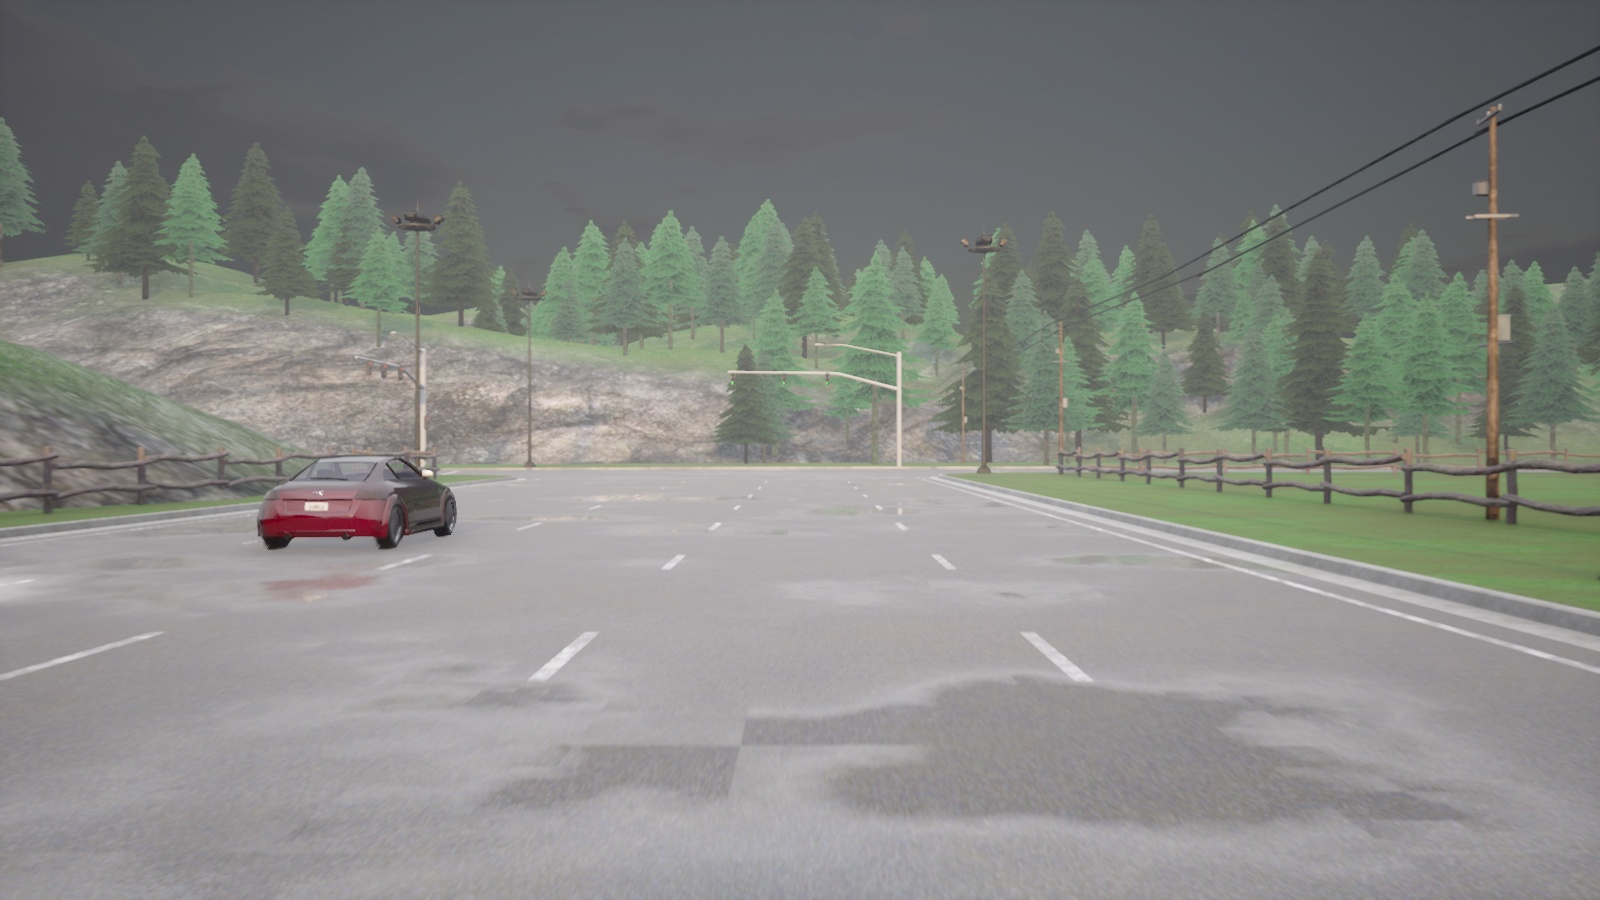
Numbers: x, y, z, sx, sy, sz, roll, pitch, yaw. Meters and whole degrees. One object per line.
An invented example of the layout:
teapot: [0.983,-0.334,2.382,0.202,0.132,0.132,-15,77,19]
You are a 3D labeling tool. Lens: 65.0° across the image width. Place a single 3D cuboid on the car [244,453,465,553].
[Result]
car: [-6.871,0.759,19.879,1.994,1.385,4.181,0,0,0]
